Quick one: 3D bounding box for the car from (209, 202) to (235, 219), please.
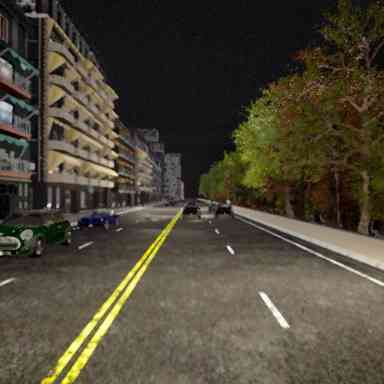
[{"bbox_3d":[3.223,1.933,34.197,2.128,1.511,4.902,0,-1,0],"label":"car"}]

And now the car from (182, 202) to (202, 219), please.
[{"bbox_3d":[-0.027,1.934,34.191,2.128,1.511,4.902,0,-1,0],"label":"car"}]

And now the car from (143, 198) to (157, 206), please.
[{"bbox_3d":[-6.542,1.651,52.144,2.097,1.767,4.553,0,-1,0],"label":"car"}]

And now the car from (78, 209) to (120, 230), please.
[{"bbox_3d":[-6.567,1.911,23.817,1.895,1.301,4.718,0,-1,0],"label":"car"}]

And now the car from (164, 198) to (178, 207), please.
[{"bbox_3d":[-3.292,1.794,52.115,1.837,1.490,4.892,0,-1,0],"label":"car"}]

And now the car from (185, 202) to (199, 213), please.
[{"bbox_3d":[-0.019,2.125,46.209,1.812,1.442,4.674,0,-1,0],"label":"car"}]

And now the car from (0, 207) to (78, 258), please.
[{"bbox_3d":[-6.600,1.530,13.561,2.097,1.767,4.553,0,-1,0],"label":"car"}]
